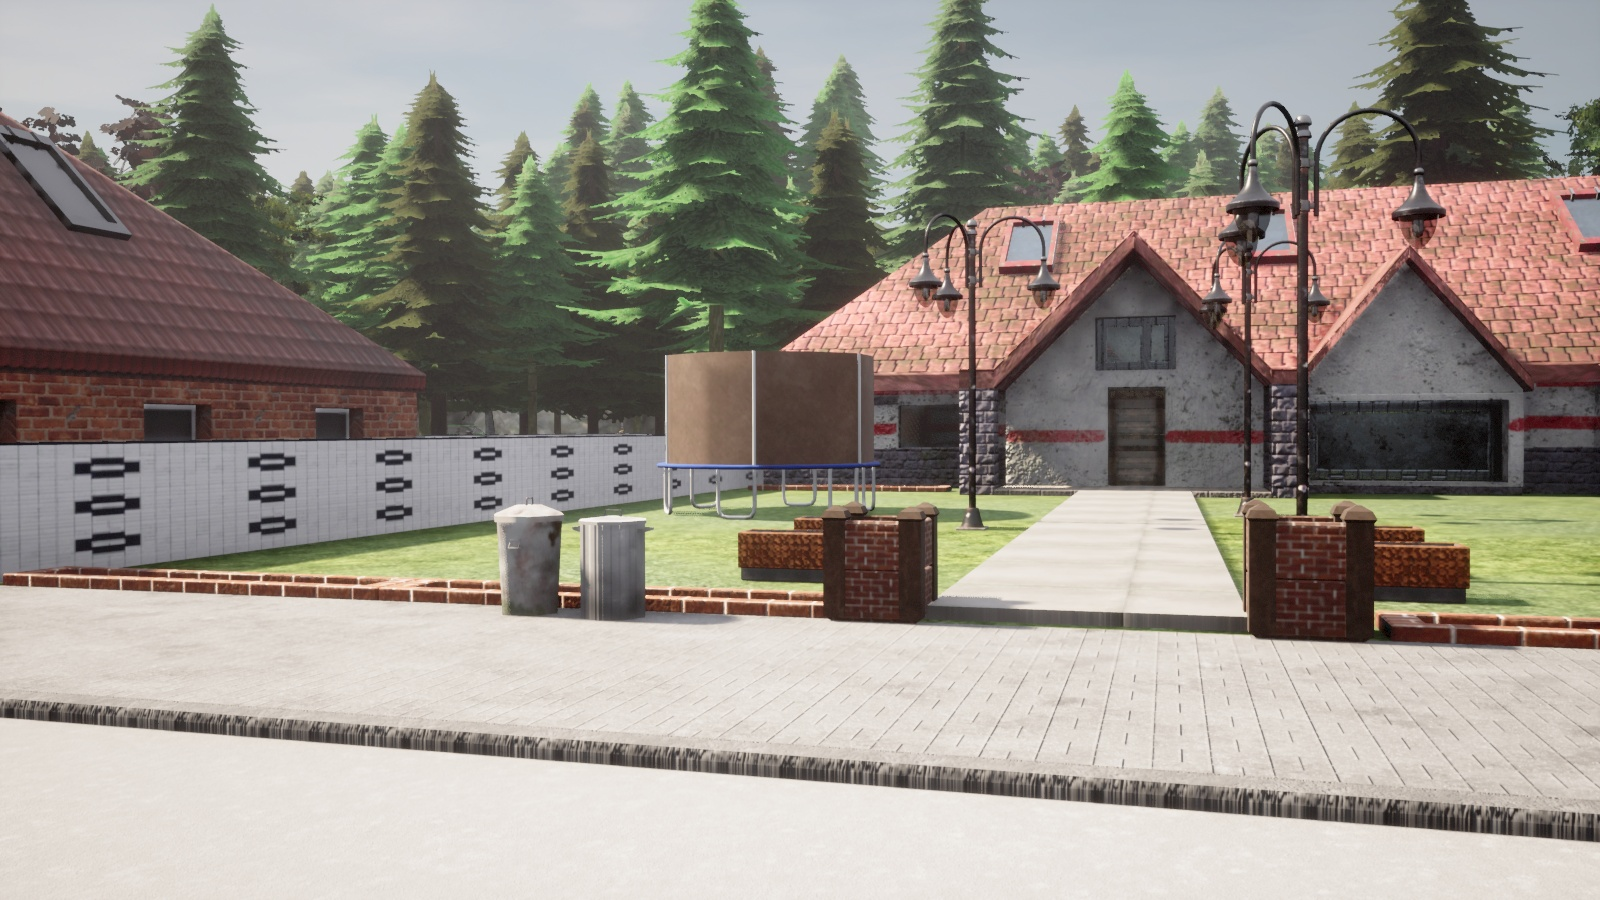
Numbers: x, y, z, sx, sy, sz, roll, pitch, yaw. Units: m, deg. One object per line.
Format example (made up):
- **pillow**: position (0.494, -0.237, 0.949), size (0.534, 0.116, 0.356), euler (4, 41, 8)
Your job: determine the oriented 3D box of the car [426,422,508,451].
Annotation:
- **car**: position (-24.452, -1.023, 92.220), size (5.566, 2.045, 2.150), euler (0, 1, 16)
